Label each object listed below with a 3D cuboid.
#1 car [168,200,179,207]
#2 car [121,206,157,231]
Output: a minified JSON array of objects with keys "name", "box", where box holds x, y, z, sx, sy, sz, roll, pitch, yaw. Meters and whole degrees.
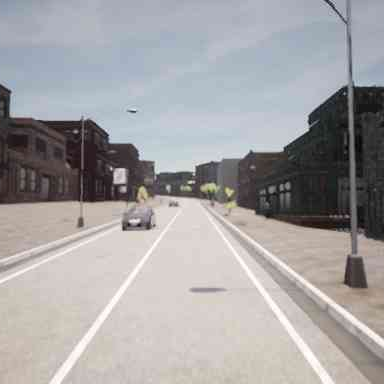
[{"name":"car","box":[-3.500,2.249,64.103,1.994,1.385,4.181,0,-1,0]},{"name":"car","box":[-3.480,1.694,22.423,2.128,1.511,4.902,0,-1,0]}]
